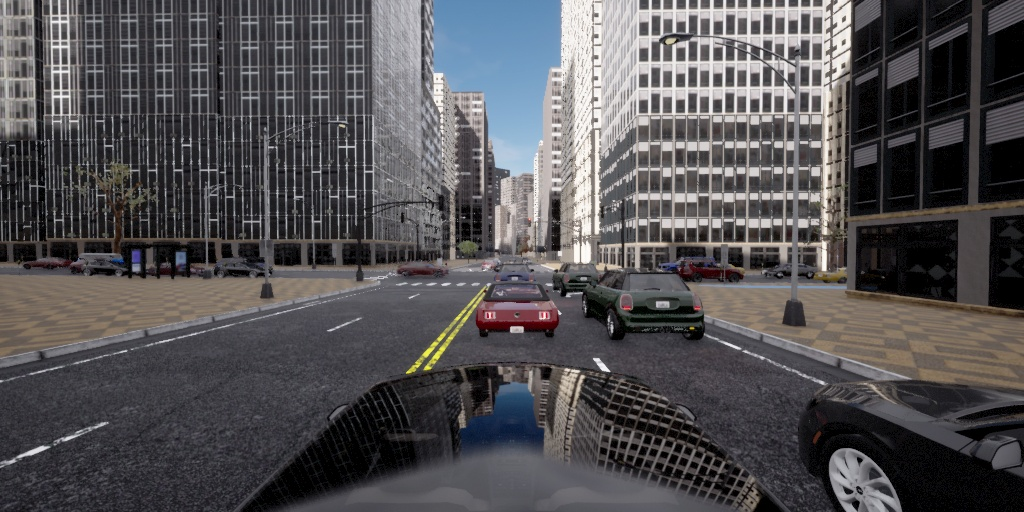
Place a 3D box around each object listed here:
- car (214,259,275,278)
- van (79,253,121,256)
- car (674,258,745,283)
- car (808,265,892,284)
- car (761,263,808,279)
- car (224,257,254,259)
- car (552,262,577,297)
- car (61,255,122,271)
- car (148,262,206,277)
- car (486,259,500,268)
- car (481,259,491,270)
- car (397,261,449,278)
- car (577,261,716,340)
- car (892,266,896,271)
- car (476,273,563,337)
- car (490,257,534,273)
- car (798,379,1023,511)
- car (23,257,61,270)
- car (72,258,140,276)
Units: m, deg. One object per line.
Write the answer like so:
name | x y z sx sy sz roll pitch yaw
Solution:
car | -22.679 1.174 30.283 4.313 1.339 1.948 0 0 1
van | -45.218 0.605 39.294 3.998 1.789 1.690 0 0 1
car | 16.245 1.269 29.681 5.009 1.841 2.192 0 0 1
car | 27.693 1.579 29.462 4.829 1.417 1.751 0 0 1
car | 27.223 1.449 35.245 4.902 1.511 2.128 1 1 1
car | -24.515 0.899 33.029 4.553 1.767 2.097 1 1 1
car | 3.380 1.093 19.028 2.097 1.767 4.553 0 0 0
car | -38.253 0.949 33.343 4.674 1.442 1.812 1 1 1
car | -28.363 1.138 30.427 4.207 1.307 1.802 0 0 1
car | -3.214 1.251 60.343 2.033 1.411 5.357 0 0 0
car | -3.238 1.241 50.655 1.812 1.442 4.674 0 0 0
car | -8.065 1.222 32.678 4.674 1.442 1.812 0 1 1
car | 3.357 1.098 10.091 2.097 1.767 4.553 0 0 0
car | 33.163 1.685 29.358 4.207 1.307 1.802 0 0 1
car | 0.113 1.347 10.187 1.895 1.301 4.718 0 0 0
car | 0.131 1.092 19.180 2.097 1.767 4.553 0 0 0
car | 3.342 1.255 1.036 1.837 1.490 4.892 0 0 0
car | -50.900 0.793 39.420 4.207 1.307 1.802 0 0 1
car | -34.043 1.069 30.612 4.313 1.339 1.948 0 0 1
